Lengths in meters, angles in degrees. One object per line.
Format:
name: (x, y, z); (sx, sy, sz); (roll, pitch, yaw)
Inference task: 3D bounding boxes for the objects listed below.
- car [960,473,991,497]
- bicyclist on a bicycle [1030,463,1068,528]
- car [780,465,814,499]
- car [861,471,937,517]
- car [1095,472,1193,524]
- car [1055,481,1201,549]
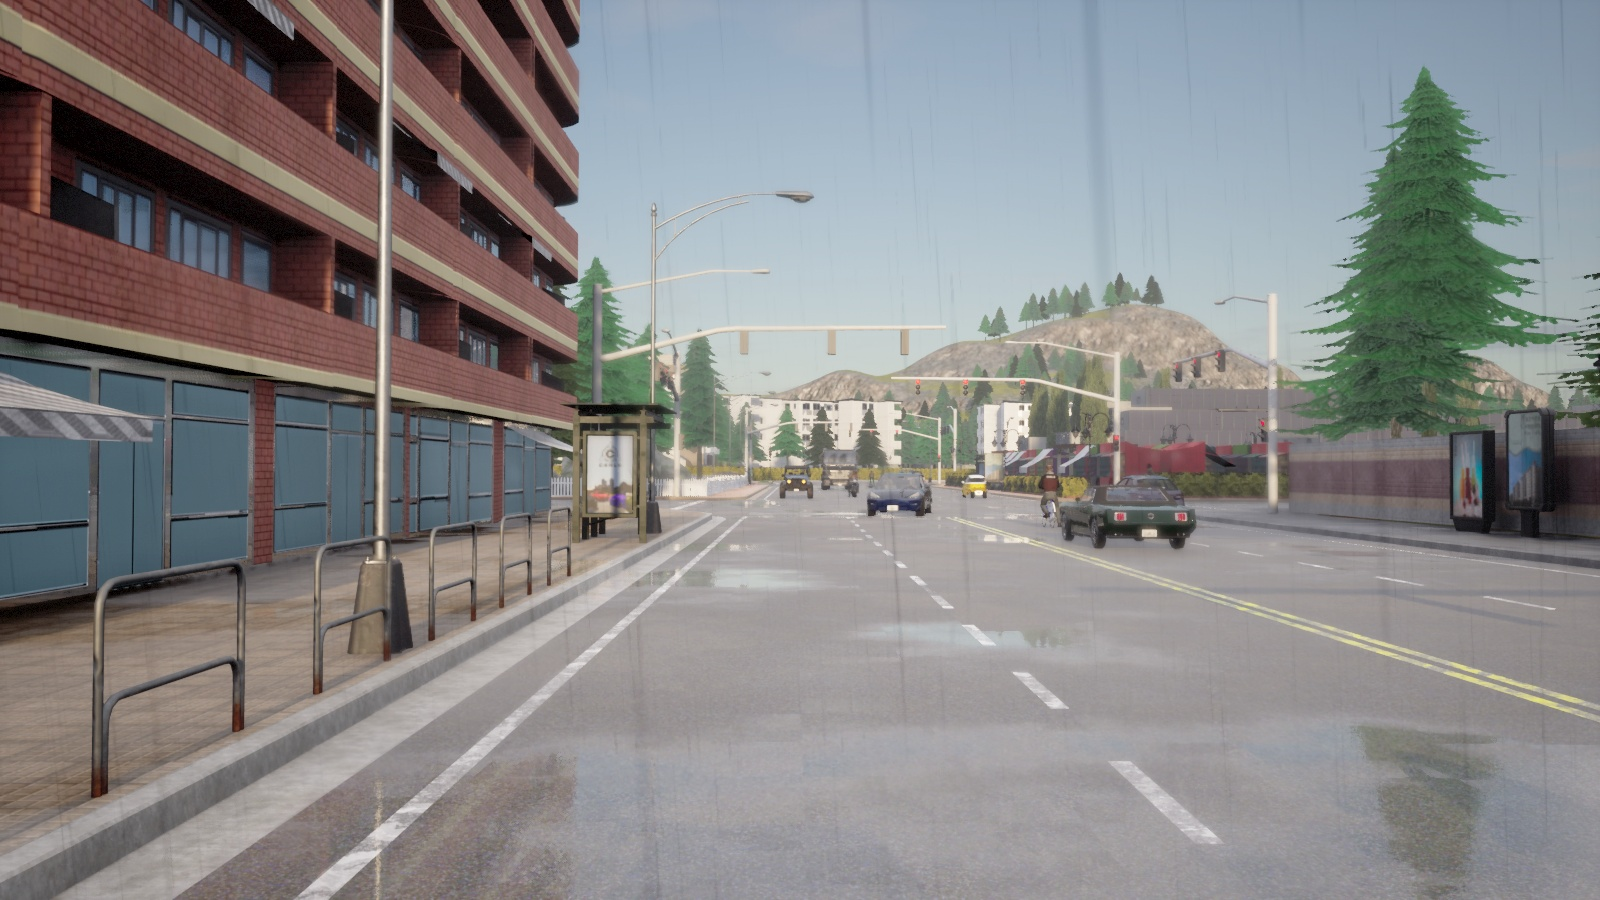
car: (10.360, 2.069, 74.111); (1.481, 1.376, 2.207); (0, -1, -2)
bicyclist on a bicycle: (6.908, 1.242, 34.922); (0.659, 1.776, 1.843); (0, -1, 0)
car: (-0.188, 1.817, 72.000); (1.905, 1.878, 3.866); (0, -1, 0)
car: (3.597, 1.533, 44.665); (2.163, 1.488, 4.792); (0, 0, 11)
car: (10.400, 1.428, 38.265); (1.816, 1.474, 4.193); (0, -1, 0)
car: (6.929, 1.340, 27.048); (1.895, 1.301, 4.718); (0, -1, 0)
